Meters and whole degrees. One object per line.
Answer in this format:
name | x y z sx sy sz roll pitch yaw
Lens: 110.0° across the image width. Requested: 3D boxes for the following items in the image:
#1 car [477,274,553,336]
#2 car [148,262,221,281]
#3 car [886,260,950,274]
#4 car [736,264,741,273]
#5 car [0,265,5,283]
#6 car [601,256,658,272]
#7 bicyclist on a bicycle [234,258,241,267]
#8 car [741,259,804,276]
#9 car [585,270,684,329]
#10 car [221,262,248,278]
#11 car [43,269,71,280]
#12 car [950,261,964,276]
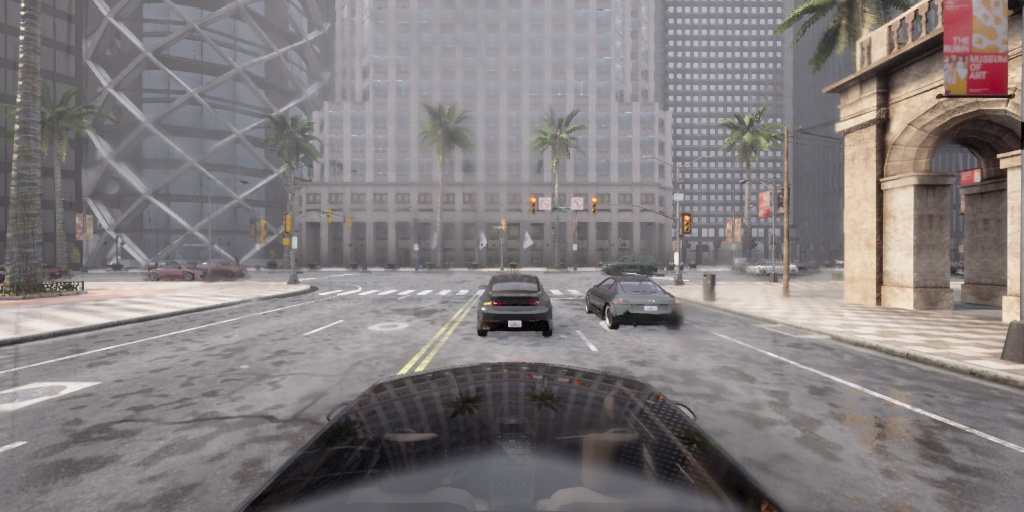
car | 0.076 1.255 10.349 1.837 1.490 4.892 0 0 0
car | -27.017 1.314 29.430 4.181 1.385 1.994 0 0 -4
car | 45.519 1.227 40.246 5.008 1.535 1.882 0 0 0
car | 27.793 1.102 40.316 4.553 1.767 2.097 0 0 0
car | -38.893 1.314 26.321 4.181 1.385 1.994 0 0 -28
car | 12.008 0.974 36.720 5.566 2.045 2.150 0 0 -2
bicyclist on a bicycle | -35.756 1.050 46.654 0.582 1.620 1.656 0 0 -12
car | 26.670 1.275 36.822 4.674 1.442 1.812 0 0 0
car | 3.580 1.314 11.216 1.994 1.385 4.181 0 0 0
car | -26.958 1.276 32.928 4.674 1.442 1.812 0 0 -4
car | -40.270 1.350 29.612 4.718 1.301 1.895 0 0 -27
car | 43.323 1.227 36.759 5.008 1.535 1.882 0 0 0
